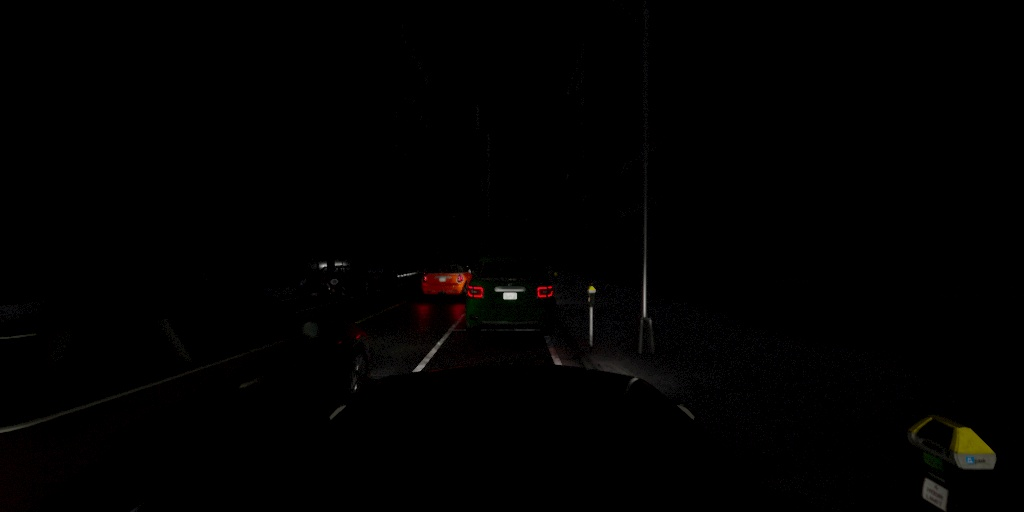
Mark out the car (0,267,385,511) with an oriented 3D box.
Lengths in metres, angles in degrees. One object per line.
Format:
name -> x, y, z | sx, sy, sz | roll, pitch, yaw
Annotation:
car -> -3.145, 1.101, 3.504 | 2.097, 1.767, 4.553 | 0, 0, 0

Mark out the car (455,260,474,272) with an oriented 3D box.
car -> -6.164, 1.233, 47.473 | 1.837, 1.490, 4.892 | 0, -1, 0

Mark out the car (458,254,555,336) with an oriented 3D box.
car -> -0.039, 0.969, 10.531 | 2.150, 2.045, 5.566 | 0, 0, 0

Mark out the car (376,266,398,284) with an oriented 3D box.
car -> -8.814, 1.325, 23.617 | 1.802, 1.307, 4.207 | 0, 0, 0

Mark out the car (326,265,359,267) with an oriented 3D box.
car -> -8.815, 1.185, 18.031 | 1.967, 1.591, 4.097 | 0, 0, 0

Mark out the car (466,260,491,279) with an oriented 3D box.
car -> -3.121, 1.214, 34.154 | 1.882, 1.535, 5.008 | 0, 0, 0

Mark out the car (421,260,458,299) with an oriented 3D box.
car -> -3.127, 1.096, 18.324 | 2.097, 1.767, 4.553 | 0, 0, 0
